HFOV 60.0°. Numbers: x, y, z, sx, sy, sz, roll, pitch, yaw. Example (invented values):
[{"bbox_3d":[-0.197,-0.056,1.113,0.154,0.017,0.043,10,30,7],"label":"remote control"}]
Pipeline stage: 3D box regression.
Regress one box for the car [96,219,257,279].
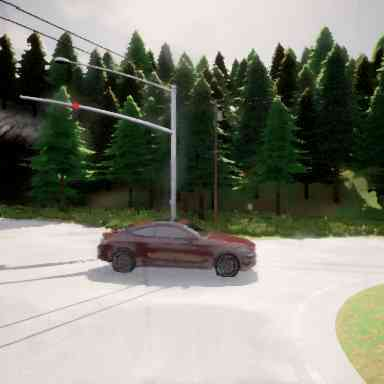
[{"bbox_3d":[-0.479,1.543,9.791,4.674,1.442,1.812,0,1,10],"label":"car"}]
